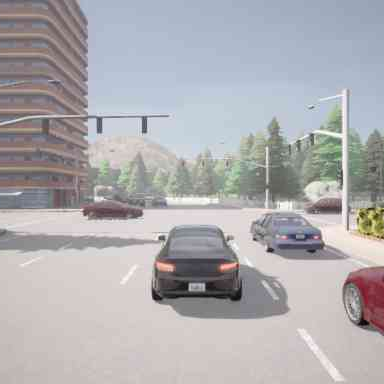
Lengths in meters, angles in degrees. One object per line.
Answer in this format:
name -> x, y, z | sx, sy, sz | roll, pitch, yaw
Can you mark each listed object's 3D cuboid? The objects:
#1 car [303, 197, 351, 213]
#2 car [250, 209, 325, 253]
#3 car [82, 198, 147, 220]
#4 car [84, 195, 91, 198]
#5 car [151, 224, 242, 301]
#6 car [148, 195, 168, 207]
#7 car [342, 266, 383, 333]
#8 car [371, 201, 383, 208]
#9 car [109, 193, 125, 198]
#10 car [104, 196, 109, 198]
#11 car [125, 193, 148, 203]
car -> 14.131, 1.407, 35.065 | 4.553, 1.767, 2.097 | 0, 0, 1
car -> 3.660, 1.547, 13.677 | 2.033, 1.411, 5.357 | 0, 0, 1
car -> -6.671, 1.520, 28.113 | 5.008, 1.535, 1.882 | 0, 0, 1
car -> -22.748, 1.355, 69.861 | 4.553, 1.767, 2.097 | 0, 0, 34
car -> 0.104, 1.526, 8.208 | 1.812, 1.442, 4.674 | 0, 0, 0
car -> -5.026, 1.505, 50.676 | 1.837, 1.490, 4.892 | 0, 0, -17
car -> 3.602, 1.526, 4.095 | 1.812, 1.442, 4.674 | 0, 0, 1
car -> 19.929, 1.277, 31.497 | 5.566, 2.045, 2.150 | 0, 0, 0
car -> -12.363, 1.216, 58.838 | 2.150, 2.045, 5.566 | 0, 1, -32
car -> -16.513, 1.525, 69.515 | 4.902, 1.511, 2.128 | 0, 0, 41
car -> -8.182, 1.221, 48.777 | 2.150, 2.045, 5.566 | 0, 0, -14
